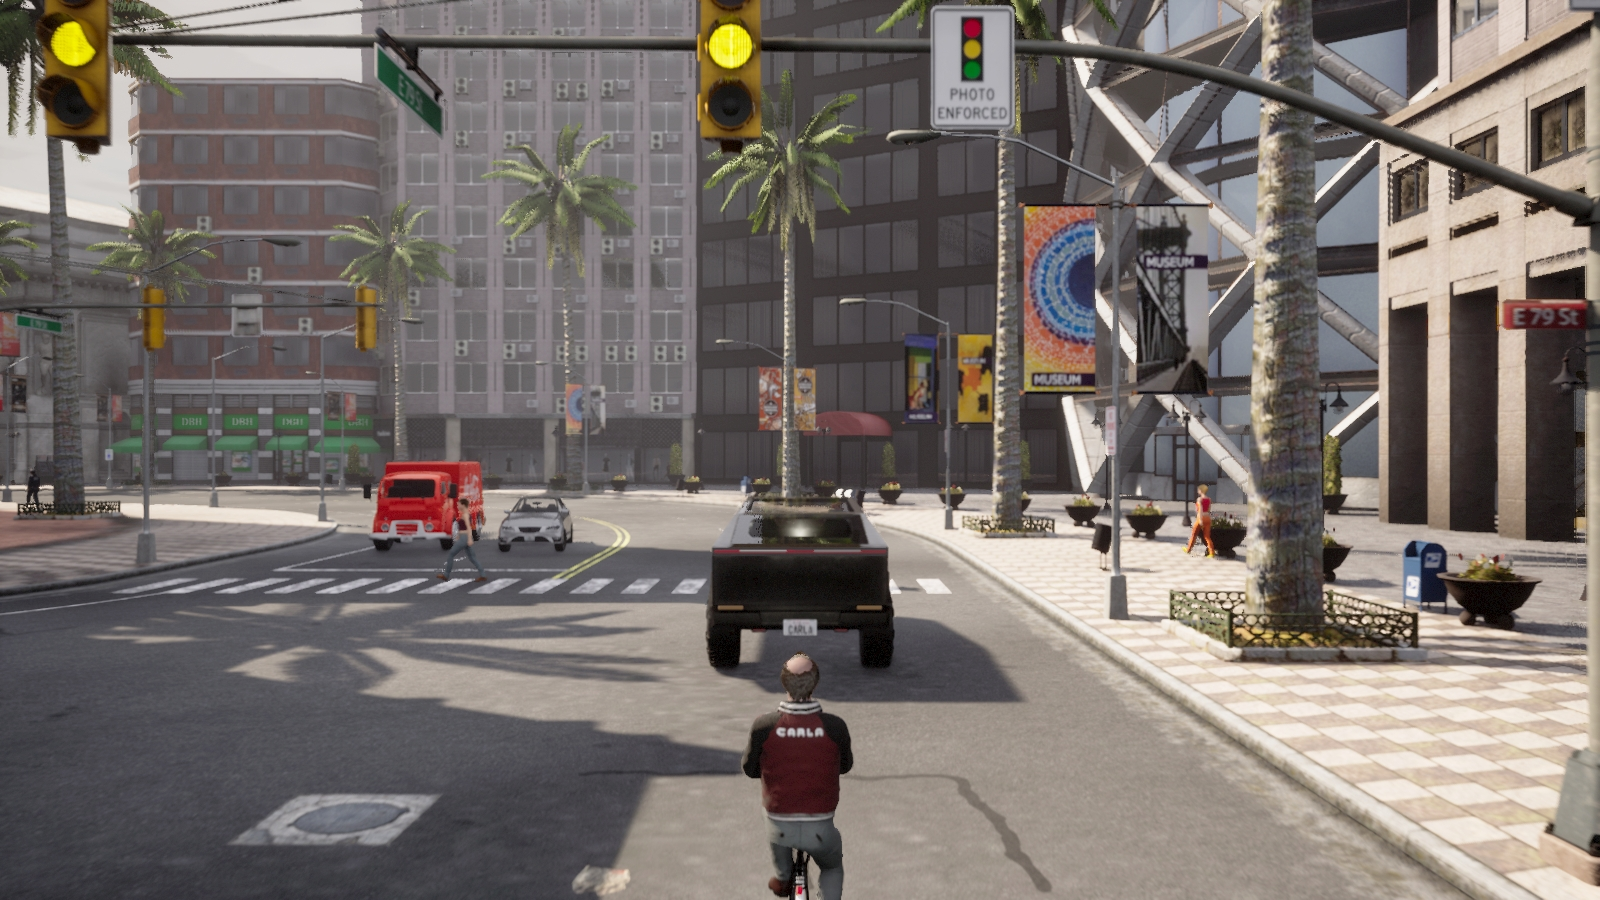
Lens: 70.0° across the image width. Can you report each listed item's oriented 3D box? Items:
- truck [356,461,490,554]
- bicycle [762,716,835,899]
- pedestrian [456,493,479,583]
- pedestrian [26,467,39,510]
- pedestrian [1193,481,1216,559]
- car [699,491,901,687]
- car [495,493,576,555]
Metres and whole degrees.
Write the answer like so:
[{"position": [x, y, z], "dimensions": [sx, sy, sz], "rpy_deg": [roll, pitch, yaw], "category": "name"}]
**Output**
[{"position": [-10.872, 1.568, 33.444], "dimensions": [2.627, 2.467, 5.204], "rpy_deg": [0, 0, -6], "category": "truck"}, {"position": [-0.006, 2.210, 6.044], "dimensions": [0.329, 1.171, 1.835], "rpy_deg": [0, 0, 0], "category": "bicycle"}, {"position": [-6.996, 1.848, 24.027], "dimensions": [0.375, 1.860, 0.375], "rpy_deg": [0, 0, 0], "category": "pedestrian"}, {"position": [-33.972, 1.696, 50.578], "dimensions": [0.375, 1.860, 0.375], "rpy_deg": [0, 0, 28], "category": "pedestrian"}, {"position": [9.793, 1.694, 27.640], "dimensions": [0.375, 1.860, 0.375], "rpy_deg": [0, 0, -21], "category": "pedestrian"}, {"position": [0.002, 1.753, 16.651], "dimensions": [2.390, 2.098, 6.274], "rpy_deg": [0, 0, 0], "category": "car"}, {"position": [-7.509, 2.065, 32.782], "dimensions": [1.816, 1.474, 4.193], "rpy_deg": [0, 0, -7], "category": "car"}]
